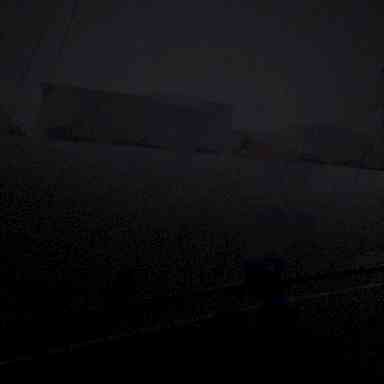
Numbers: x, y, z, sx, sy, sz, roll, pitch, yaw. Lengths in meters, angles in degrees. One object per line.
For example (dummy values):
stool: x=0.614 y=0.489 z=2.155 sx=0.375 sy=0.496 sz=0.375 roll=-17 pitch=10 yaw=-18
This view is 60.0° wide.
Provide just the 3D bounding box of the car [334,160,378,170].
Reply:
car: x=16.873 y=-2.593 z=35.631 sx=4.792 sy=1.488 sz=2.163 roll=4 pitch=-2 yaw=-19

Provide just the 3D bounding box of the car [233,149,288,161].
car: x=6.222 y=-3.288 z=32.069 sx=5.008 sy=1.535 sz=2.097 roll=4 pitch=-2 yaw=-17

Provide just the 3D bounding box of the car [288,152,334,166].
car: x=11.480 y=-3.087 z=33.759 sx=4.553 sy=1.767 sz=2.185 roll=4 pitch=-2 yaw=-18

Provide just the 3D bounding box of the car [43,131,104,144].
car: x=-9.769 y=-4.231 z=27.664 sx=4.892 sy=1.521 sz=2.231 roll=3 pitch=-2 yaw=-14

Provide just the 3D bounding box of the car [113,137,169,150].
car: x=-4.428 y=-3.933 z=29.023 sx=4.892 sy=1.521 sz=2.231 roll=3 pitch=-2 yaw=-14

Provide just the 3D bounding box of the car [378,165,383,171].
car: x=22.042 y=-2.254 z=37.538 sx=4.674 sy=1.452 sz=2.002 roll=4 pitch=-2 yaw=-20

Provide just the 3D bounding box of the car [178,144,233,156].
car: x=0.912 y=-3.574 z=30.488 sx=4.674 sy=1.452 sz=2.002 roll=3 pitch=-2 yaw=-15
